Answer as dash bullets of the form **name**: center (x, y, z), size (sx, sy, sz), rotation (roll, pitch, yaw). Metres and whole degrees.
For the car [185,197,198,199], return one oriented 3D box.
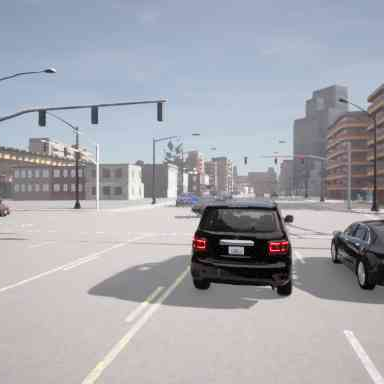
- **car**: center (2.213, 1.457, 29.537), size (4.902, 1.511, 2.128), rotation (0, 1, -24)

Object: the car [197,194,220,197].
- **car**: center (2.278, 1.381, 46.035), size (1.837, 1.490, 4.892), rotation (0, 1, 11)

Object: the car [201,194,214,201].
- **car**: center (3.223, 1.075, 68.183), size (2.033, 1.411, 5.357), rotation (0, 1, 12)

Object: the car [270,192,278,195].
- **car**: center (20.766, 0.743, 84.461), size (2.033, 1.411, 5.357), rotation (0, 1, 11)

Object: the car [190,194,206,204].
- **car**: center (1.096, 1.217, 57.916), size (1.837, 1.490, 4.892), rotation (0, 1, 11)

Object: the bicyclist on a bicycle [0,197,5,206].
- **bicyclist on a bicycle**: center (-23.885, 1.303, 41.395), size (0.582, 1.620, 1.656), rotation (0, 0, 10)

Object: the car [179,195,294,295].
- **car**: center (1.522, 1.221, 9.015), size (2.150, 2.045, 5.566), rotation (0, 0, 14)

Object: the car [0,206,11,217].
- **car**: center (-18.510, 1.477, 29.276), size (5.008, 1.535, 1.882), rotation (0, 0, 10)

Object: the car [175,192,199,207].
- **car**: center (-0.806, 1.079, 48.438), size (2.150, 2.045, 5.566), rotation (0, 1, 12)

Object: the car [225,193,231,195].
- **car**: center (5.965, 1.091, 64.226), size (1.837, 1.490, 4.892), rotation (0, 1, 12)

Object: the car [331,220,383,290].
- **car**: center (5.083, 1.505, 8.898), size (1.837, 1.490, 4.892), rotation (0, 0, 11)

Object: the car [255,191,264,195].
- **car**: center (17.331, 0.559, 85.135), size (2.097, 1.767, 4.553), rotation (0, 1, 11)
